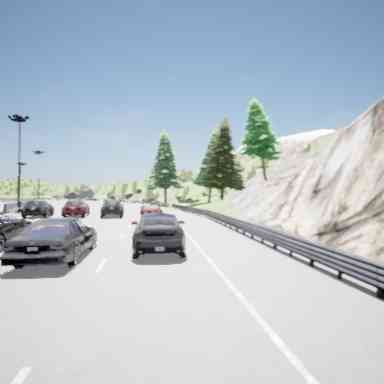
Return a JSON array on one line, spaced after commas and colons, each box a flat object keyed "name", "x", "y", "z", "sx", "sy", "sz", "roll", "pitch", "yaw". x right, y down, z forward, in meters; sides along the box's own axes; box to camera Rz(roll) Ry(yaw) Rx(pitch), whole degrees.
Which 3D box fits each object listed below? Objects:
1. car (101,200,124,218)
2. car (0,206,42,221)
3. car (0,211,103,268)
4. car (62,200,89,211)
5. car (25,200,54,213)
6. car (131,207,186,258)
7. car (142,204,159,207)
[{"name": "car", "x": -7.912, "y": 1.546, "z": 33.177, "sx": 2.097, "sy": 1.767, "sz": 4.553, "roll": 0, "pitch": 0, "yaw": -11}, {"name": "car", "x": -8.498, "y": 1.606, "z": 14.282, "sx": 2.128, "sy": 1.511, "sz": 4.902, "roll": 0, "pitch": 0, "yaw": -7}, {"name": "car", "x": -4.666, "y": 1.627, "z": 11.641, "sx": 2.033, "sy": 1.411, "sz": 5.357, "roll": 0, "pitch": 0, "yaw": -6}, {"name": "car", "x": -11.399, "y": 1.564, "z": 32.771, "sx": 2.097, "sy": 1.767, "sz": 4.553, "roll": 0, "pitch": 0, "yaw": -11}, {"name": "car", "x": -14.889, "y": 1.582, "z": 32.360, "sx": 2.097, "sy": 1.767, "sz": 4.553, "roll": 0, "pitch": 0, "yaw": -11}, {"name": "car", "x": -1.311, "y": 1.574, "z": 13.080, "sx": 1.837, "sy": 1.490, "sz": 4.892, "roll": 0, "pitch": 0, "yaw": -6}, {"name": "car", "x": -3.882, "y": 1.763, "z": 30.832, "sx": 1.895, "sy": 1.301, "sz": 4.718, "roll": 0, "pitch": 0, "yaw": -10}]
